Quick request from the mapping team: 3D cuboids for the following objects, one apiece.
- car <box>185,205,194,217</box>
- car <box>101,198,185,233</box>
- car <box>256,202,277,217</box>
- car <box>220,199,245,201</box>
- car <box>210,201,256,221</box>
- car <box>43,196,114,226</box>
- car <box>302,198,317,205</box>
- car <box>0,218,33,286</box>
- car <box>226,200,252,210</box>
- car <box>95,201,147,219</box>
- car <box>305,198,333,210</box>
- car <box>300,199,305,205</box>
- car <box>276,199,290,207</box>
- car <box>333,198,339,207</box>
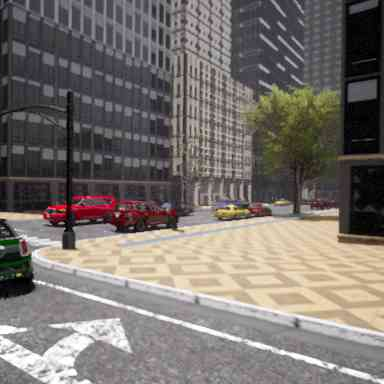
[{"bbox_3d":[-1.935,1.744,32.827,2.033,1.411,5.357,1,0,37],"label":"car"},{"bbox_3d":[-3.024,1.522,21.631,2.192,1.841,5.009,1,0,37],"label":"car"},{"bbox_3d":[7.037,1.936,35.233,1.802,1.307,4.206,1,0,37],"label":"car"},{"bbox_3d":[4.189,1.637,41.082,2.097,1.767,4.553,1,0,37],"label":"car"},{"bbox_3d":[3.784,1.832,30.835,1.752,1.417,4.829,1,0,37],"label":"car"},{"bbox_3d":[-8.018,1.328,24.588,2.150,2.045,5.566,1,0,36],"label":"car"},{"bbox_3d":[27.125,2.142,76.470,2.008,1.369,4.403,1,0,37],"label":"car"},{"bbox_3d":[-5.894,1.361,8.303,4.553,1.767,2.097,-1,0,40],"label":"car"},{"bbox_3d":[7.005,1.879,49.276,1.947,1.339,4.313,1,0,37],"label":"car"},{"bbox_3d":[-6.511,1.643,31.010,1.752,1.417,4.829,1,0,37],"label":"car"},{"bbox_3d":[20.459,1.859,53.370,2.192,1.841,5.009,1,0,37],"label":"car"},{"bbox_3d":[23.772,2.127,71.937,1.802,1.307,4.206,1,0,37],"label":"car"},{"bbox_3d":[16.964,1.977,62.736,1.752,1.417,4.829,1,0,37],"label":"car"},{"bbox_3d":[27.169,1.952,62.438,2.192,1.841,5.009,1,0,37],"label":"car"}]
